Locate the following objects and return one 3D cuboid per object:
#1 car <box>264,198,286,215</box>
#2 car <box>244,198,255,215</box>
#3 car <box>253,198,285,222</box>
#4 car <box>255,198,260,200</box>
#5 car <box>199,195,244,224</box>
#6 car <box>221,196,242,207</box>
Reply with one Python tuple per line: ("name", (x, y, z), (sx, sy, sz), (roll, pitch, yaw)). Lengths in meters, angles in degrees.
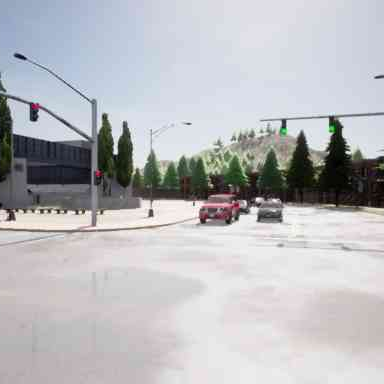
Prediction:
("car", (8.803, 1.491, 35.764), (2.128, 1.511, 4.902), (0, 0, 12))
("car", (5.103, 1.547, 34.883), (2.033, 1.411, 5.357), (0, 0, 15))
("car", (6.320, 1.505, 26.682), (1.837, 1.490, 4.892), (0, 0, 17))
("car", (9.848, 1.546, 49.150), (2.033, 1.411, 5.357), (0, 0, -5))
("car", (2.201, 1.221, 25.144), (2.150, 2.045, 5.566), (0, 0, 18))
("car", (6.000, 1.477, 51.618), (1.882, 1.535, 5.008), (0, 0, -10))
